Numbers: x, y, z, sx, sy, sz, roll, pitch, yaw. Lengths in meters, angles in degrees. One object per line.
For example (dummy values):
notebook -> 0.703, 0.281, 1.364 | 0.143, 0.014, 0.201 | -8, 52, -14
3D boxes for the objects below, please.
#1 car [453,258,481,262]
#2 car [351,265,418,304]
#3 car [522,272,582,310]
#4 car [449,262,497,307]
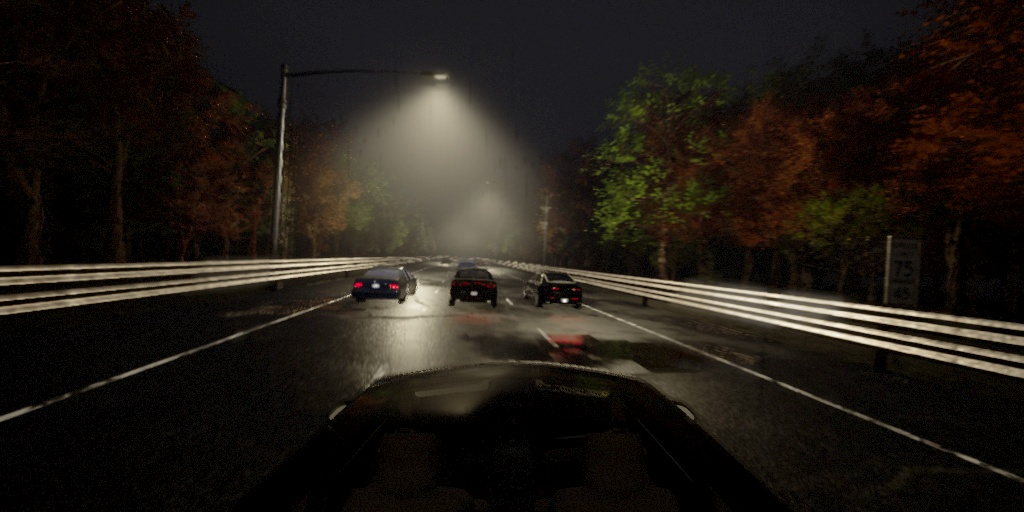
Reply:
car -> -4.147, 1.233, 32.682 | 1.882, 1.535, 5.008 | 3, 0, -8
car -> -5.211, 1.116, 15.271 | 2.033, 1.411, 5.357 | 3, 0, -8
car -> 1.712, 1.461, 16.254 | 1.837, 1.490, 4.892 | 3, 0, -8
car -> -1.748, 1.239, 15.784 | 1.882, 1.535, 5.008 | 3, 0, -8
